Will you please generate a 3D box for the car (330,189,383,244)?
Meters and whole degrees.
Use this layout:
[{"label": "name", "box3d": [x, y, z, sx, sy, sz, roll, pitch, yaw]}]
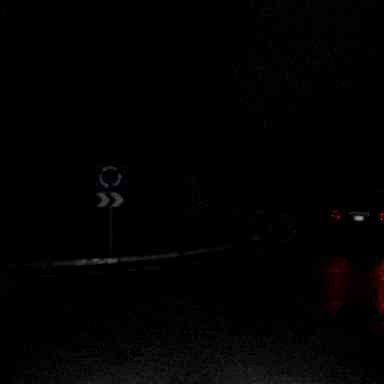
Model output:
[{"label": "car", "box3d": [7.198, 0.897, 12.977, 2.150, 2.045, 5.566, 1, 2, 40]}]
